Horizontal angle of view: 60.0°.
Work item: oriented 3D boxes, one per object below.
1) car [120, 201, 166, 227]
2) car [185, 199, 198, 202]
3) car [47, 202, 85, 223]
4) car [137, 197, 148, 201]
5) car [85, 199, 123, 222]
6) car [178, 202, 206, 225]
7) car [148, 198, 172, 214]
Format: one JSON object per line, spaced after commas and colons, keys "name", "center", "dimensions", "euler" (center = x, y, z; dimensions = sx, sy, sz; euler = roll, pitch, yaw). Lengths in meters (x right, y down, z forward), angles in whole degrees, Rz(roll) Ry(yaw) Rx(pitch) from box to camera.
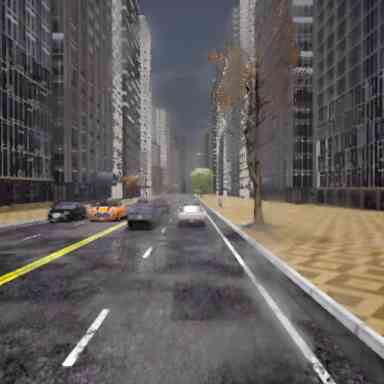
{"name": "car", "center": [-3.199, 1.595, 22.879], "dimensions": [2.033, 1.411, 5.357], "euler": [0, 0, 0]}
{"name": "car", "center": [-0.021, 1.556, 36.313], "dimensions": [2.128, 1.511, 4.902], "euler": [0, 0, 0]}
{"name": "car", "center": [-9.916, 1.561, 26.692], "dimensions": [2.128, 1.511, 4.902], "euler": [0, 0, 0]}
{"name": "car", "center": [-9.930, 1.657, 67.673], "dimensions": [2.033, 1.411, 5.357], "euler": [0, 0, 0]}
{"name": "car", "center": [-6.666, 1.414, 26.783], "dimensions": [2.097, 1.767, 4.553], "euler": [0, 0, 0]}
{"name": "car", "center": [0.001, 1.643, 24.260], "dimensions": [1.895, 1.301, 4.718], "euler": [0, 0, 0]}
{"name": "car", "center": [-3.242, 1.634, 35.655], "dimensions": [1.994, 1.385, 4.181], "euler": [0, 0, 0]}
